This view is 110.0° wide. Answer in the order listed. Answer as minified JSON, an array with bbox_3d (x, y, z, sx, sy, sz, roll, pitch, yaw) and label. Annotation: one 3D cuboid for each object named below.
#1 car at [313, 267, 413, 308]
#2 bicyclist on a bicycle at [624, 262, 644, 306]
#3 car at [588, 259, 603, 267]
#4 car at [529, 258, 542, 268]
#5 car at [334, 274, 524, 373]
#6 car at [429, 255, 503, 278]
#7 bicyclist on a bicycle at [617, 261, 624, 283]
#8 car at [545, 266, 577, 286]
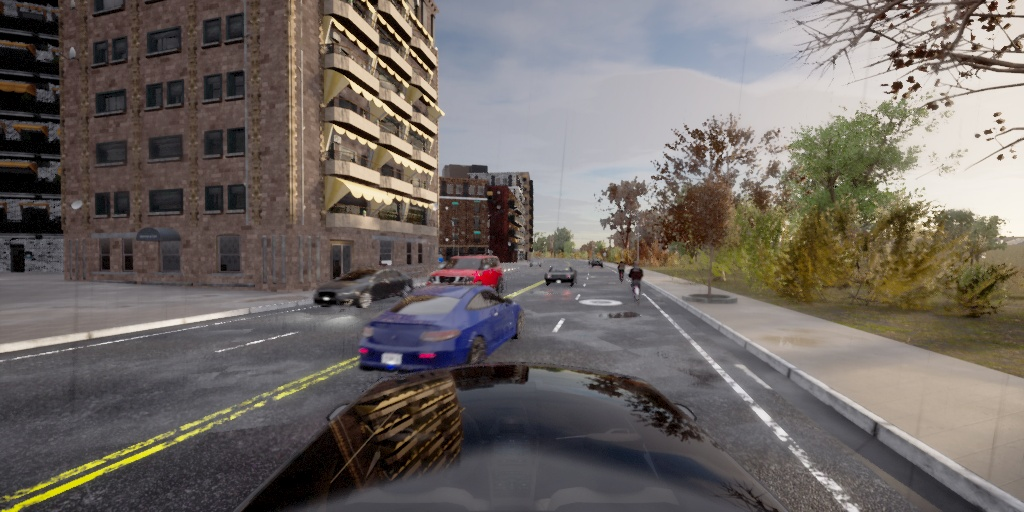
[{"bbox_3d":[-5.932,1.254,14.981,1.837,1.490,4.892,0,0,15],"label":"car"},{"bbox_3d":[5.115,1.116,14.802,0.659,1.776,1.843,0,0,15],"label":"bicyclist on a bicycle"},{"bbox_3d":[14.932,1.221,63.121,1.837,1.490,4.892,0,0,11],"label":"car"},{"bbox_3d":[3.828,1.064,57.321,2.128,1.511,4.902,0,0,8],"label":"car"},{"bbox_3d":[-1.073,1.275,7.240,1.812,1.442,4.674,0,0,15],"label":"car"},{"bbox_3d":[-1.995,0.968,17.177,2.150,2.045,5.566,0,0,14],"label":"car"},{"bbox_3d":[7.782,1.195,25.508,0.582,1.620,1.656,0,0,14],"label":"bicyclist on a bicycle"},{"bbox_3d":[3.543,1.345,25.185,1.895,1.301,4.718,0,0,14],"label":"car"}]
